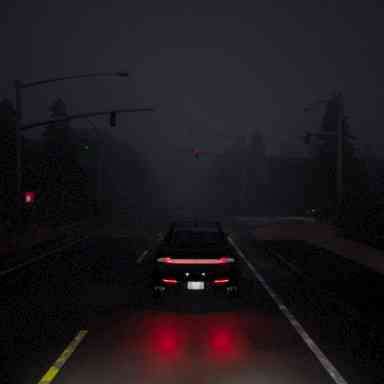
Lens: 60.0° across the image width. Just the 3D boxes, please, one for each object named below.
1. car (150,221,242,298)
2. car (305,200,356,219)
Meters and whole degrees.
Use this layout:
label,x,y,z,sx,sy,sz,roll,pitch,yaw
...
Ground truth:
label,x,y,z,sx,sy,sz,roll,pitch,yaw
car,0.091,1.491,8.487,2.128,1.511,4.902,0,0,1
car,12.250,1.485,28.643,4.892,1.490,1.837,0,0,-6
